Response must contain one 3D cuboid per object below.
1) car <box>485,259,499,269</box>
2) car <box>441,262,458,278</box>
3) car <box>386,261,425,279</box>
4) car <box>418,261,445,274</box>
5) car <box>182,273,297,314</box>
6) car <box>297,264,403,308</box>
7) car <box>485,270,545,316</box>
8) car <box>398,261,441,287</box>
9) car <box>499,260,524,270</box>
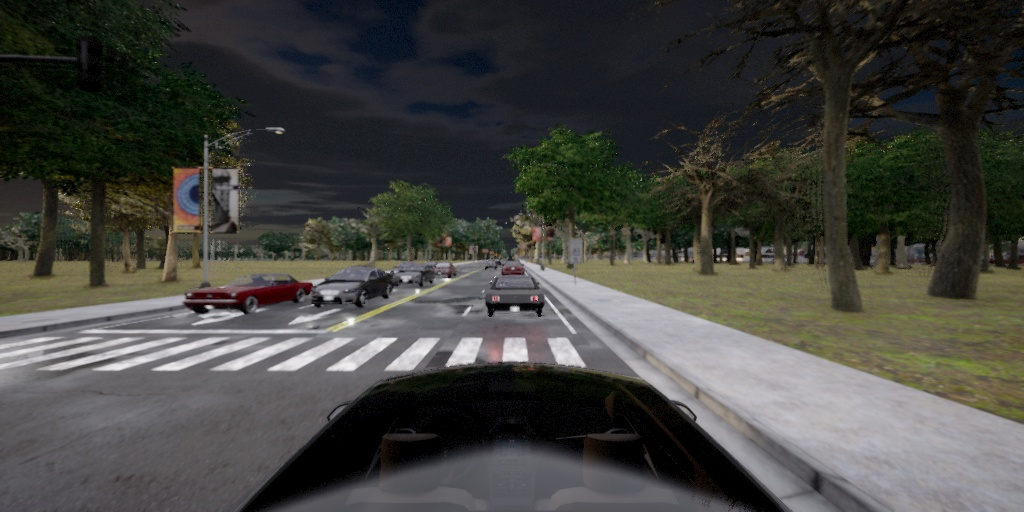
[{"bbox_3d":[-3.178,1.368,56.286,2.033,1.411,5.357,0,0,0],"label":"car"},{"bbox_3d":[-6.568,1.310,34.933,1.812,1.442,4.674,0,0,0],"label":"car"},{"bbox_3d":[-9.822,1.273,33.530,2.128,1.511,4.902,0,0,1],"label":"car"},{"bbox_3d":[-9.760,1.346,43.923,2.033,1.411,5.357,0,0,0],"label":"car"},{"bbox_3d":[-9.851,1.360,13.886,1.895,1.301,4.718,0,0,0],"label":"car"},{"bbox_3d":[-6.600,1.252,15.362,2.128,1.511,4.902,0,0,0],"label":"car"},{"bbox_3d":[0.097,1.360,13.407,1.895,1.301,4.718,0,0,0],"label":"car"},{"bbox_3d":[-6.598,1.262,24.698,2.128,1.511,4.902,0,0,0],"label":"car"},{"bbox_3d":[0.092,1.135,34.161,2.097,1.767,4.553,0,0,0],"label":"car"}]
